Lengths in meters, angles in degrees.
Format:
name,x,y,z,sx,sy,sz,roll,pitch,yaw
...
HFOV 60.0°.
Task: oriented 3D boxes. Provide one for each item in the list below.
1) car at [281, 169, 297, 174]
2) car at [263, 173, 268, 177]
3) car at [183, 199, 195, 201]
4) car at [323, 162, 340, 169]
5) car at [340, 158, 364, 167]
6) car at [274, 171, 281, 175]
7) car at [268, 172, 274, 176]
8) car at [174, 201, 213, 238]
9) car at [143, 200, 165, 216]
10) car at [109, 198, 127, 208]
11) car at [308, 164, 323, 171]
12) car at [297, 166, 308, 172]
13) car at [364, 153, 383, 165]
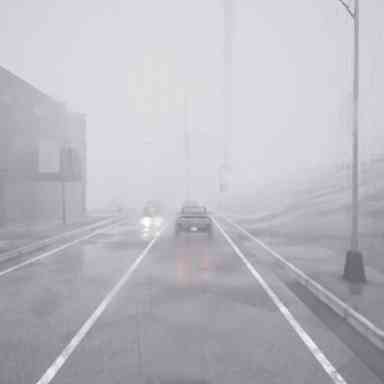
name,x,y,z,sx,sy,sz,roll,pitch,yaw
car,21.474,-4.300,71.946,2.185,1.767,4.553,0,1,-1
car,21.107,-4.490,88.631,2.185,1.767,4.553,0,1,-1
car,-0.368,1.636,41.285,2.128,1.511,4.902,0,-1,-6
car,22.080,-3.828,49.950,2.002,1.452,4.674,0,1,-3
car,22.434,-3.766,44.413,2.097,1.535,5.008,0,1,-4
car,21.353,-4.198,77.439,2.002,1.452,4.674,0,1,-1
car,21.228,-4.430,83.112,2.185,1.767,4.553,0,1,-1
car,0.095,1.486,17.791,2.128,1.511,4.902,0,0,0
car,-3.697,1.539,32.641,2.128,1.511,4.902,0,-1,-1
car,-16.194,2.295,72.031,2.150,2.045,5.566,-1,-2,-36
car,21.845,-3.964,55.492,2.231,1.521,4.892,0,1,-1
car,21.715,-4.043,61.009,2.231,1.521,4.892,0,1,-1
car,22.904,-3.790,38.907,2.185,1.767,4.553,0,1,-5
